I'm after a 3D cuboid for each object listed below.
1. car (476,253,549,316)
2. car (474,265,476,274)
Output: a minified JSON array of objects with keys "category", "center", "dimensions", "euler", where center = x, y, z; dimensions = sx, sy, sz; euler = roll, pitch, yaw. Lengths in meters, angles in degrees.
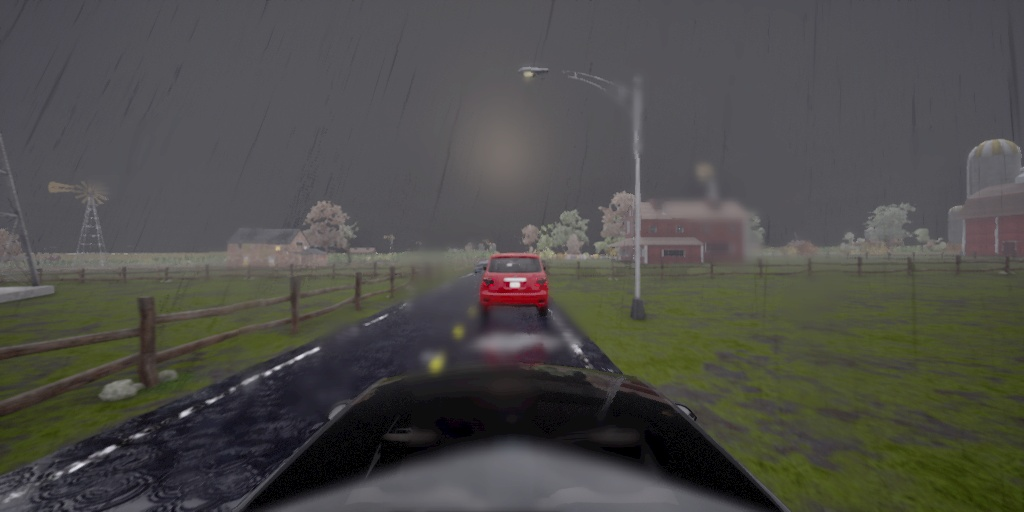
[{"category":"car","center":[0.096,0.922,13.181],"dimensions":[2.150,2.045,5.566],"euler":[0,0,0]},{"category":"car","center":[-2.839,1.146,37.742],"dimensions":[2.033,1.411,5.357],"euler":[0,0,0]}]
